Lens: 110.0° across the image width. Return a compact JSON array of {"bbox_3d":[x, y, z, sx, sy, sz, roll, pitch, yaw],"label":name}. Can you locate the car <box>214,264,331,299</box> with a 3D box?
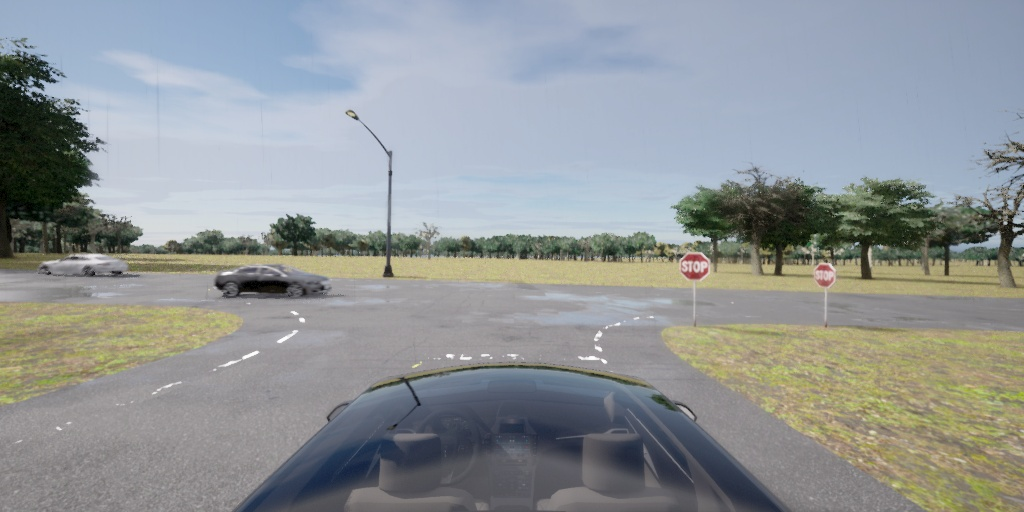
[{"bbox_3d":[-11.155,1.142,16.885,4.902,1.511,2.128,1,1,0],"label":"car"}]

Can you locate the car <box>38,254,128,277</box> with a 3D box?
[{"bbox_3d":[-28.563,0.603,23.987,4.674,1.442,1.812,2,1,0],"label":"car"}]
